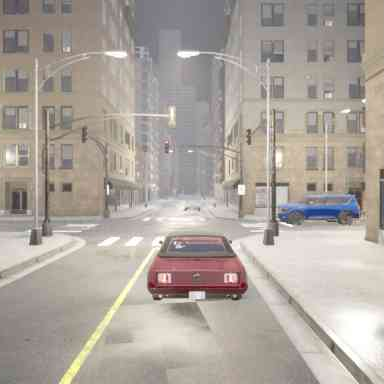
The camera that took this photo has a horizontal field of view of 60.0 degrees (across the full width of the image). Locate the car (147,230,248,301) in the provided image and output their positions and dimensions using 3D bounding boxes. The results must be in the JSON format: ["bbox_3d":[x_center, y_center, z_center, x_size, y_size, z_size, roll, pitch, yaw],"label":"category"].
[{"bbox_3d":[0.090,1.601,8.304,1.895,1.301,4.718,0,0,0],"label":"car"}]

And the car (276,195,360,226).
[{"bbox_3d":[8.512,1.196,22.771,5.566,2.045,2.150,0,0,-3],"label":"car"}]

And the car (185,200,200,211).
[{"bbox_3d":[0.078,1.598,41.287,1.895,1.301,4.718,0,0,1],"label":"car"}]
